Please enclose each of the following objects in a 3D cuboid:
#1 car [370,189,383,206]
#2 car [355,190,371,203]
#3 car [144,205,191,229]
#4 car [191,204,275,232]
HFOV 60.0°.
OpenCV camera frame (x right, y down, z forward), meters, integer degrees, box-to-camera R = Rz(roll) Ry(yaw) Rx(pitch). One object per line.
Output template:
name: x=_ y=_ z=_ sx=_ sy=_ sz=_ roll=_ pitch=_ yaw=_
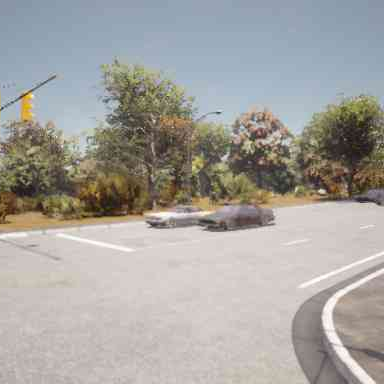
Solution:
car: x=19.679 y=0.511 z=31.964 sx=4.674 sy=1.442 sz=1.812 roll=-4 pitch=2 yaw=-30
car: x=20.245 y=0.377 z=36.320 sx=5.357 sy=1.411 sz=2.033 roll=-4 pitch=2 yaw=-29
car: x=-0.750 y=1.536 z=21.475 sx=4.718 sy=1.301 sz=1.895 roll=-1 pitch=1 yaw=-41
car: x=2.780 y=1.440 z=19.934 sx=5.357 sy=1.411 sz=2.033 roll=-2 pitch=1 yaw=-40
